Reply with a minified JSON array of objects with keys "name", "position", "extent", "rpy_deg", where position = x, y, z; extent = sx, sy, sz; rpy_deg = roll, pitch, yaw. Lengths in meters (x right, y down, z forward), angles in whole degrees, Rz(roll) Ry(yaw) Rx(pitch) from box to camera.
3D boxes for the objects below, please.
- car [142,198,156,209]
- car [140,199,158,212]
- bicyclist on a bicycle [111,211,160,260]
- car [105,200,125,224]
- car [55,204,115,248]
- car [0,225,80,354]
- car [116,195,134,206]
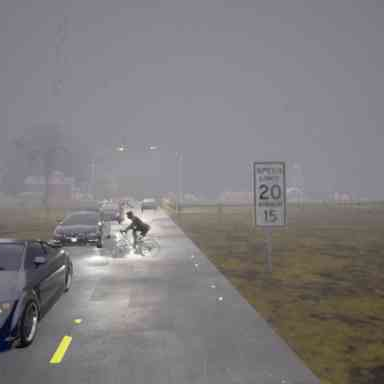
[{"name":"car","position":[-6.605,1.698,50.684],"extent":[2.033,1.411,5.357],"rpy_deg":[0,0,-8]},{"name":"car","position":[-5.204,1.585,40.350],"extent":[2.128,1.511,4.902],"rpy_deg":[0,0,-8]},{"name":"bicyclist on a bicycle","position":[-1.915,1.467,11.176],"extent":[1.656,1.620,0.582],"rpy_deg":[-2,0,-8]},{"name":"car","position":[-6.078,1.564,24.879],"extent":[1.812,1.442,4.674],"rpy_deg":[0,0,-7]},{"name":"car","position":[-4.699,1.523,14.718],"extent":[1.837,1.490,4.892],"rpy_deg":[0,0,-8]},{"name":"car","position":[-3.518,1.573,5.991],"extent":[1.994,1.385,4.181],"rpy_deg":[0,0,-8]},{"name":"car","position":[-8.018,1.064,39.917],"extent":[2.097,1.767,4.553],"rpy_deg":[0,0,-8]}]
